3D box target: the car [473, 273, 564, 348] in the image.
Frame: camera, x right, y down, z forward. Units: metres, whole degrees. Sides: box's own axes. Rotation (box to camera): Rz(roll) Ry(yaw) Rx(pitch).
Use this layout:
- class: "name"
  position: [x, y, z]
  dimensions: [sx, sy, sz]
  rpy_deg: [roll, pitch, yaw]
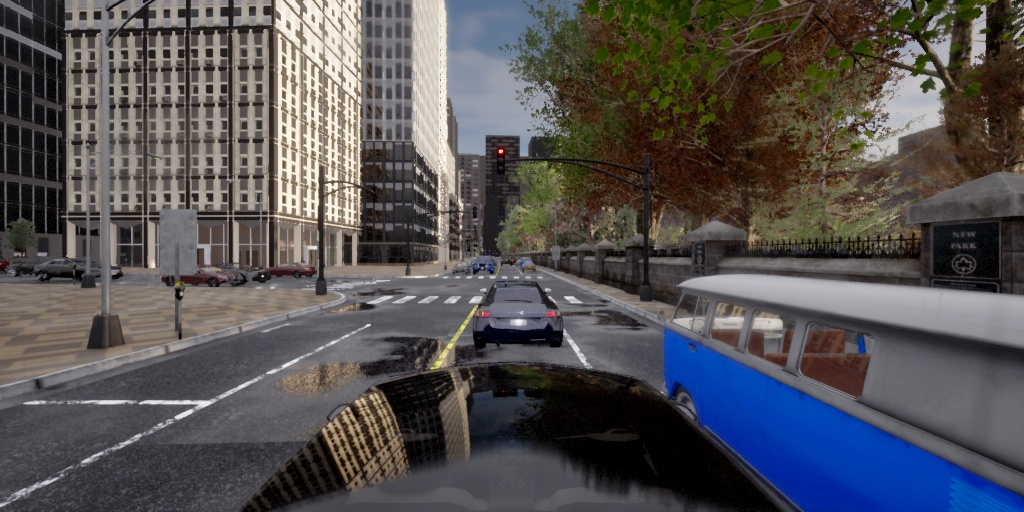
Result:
- class: "car"
  position: [0.101, 1.313, 9.254]
  dimensions: [1.994, 1.385, 4.181]
  rpy_deg: [0, 0, -1]

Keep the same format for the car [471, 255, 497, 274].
- class: "car"
  position: [-3.168, 0.959, 40.739]
  dimensions: [2.150, 2.045, 5.566]
  rpy_deg: [0, 0, 0]

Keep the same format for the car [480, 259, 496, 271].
- class: "car"
  position: [-3.380, 1.224, 50.971]
  dimensions: [2.128, 1.511, 4.902]
  rpy_deg: [0, 0, -1]

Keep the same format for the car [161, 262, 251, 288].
- class: "car"
  position: [-18.151, 1.149, 21.026]
  dimensions: [4.207, 1.307, 1.802]
  rpy_deg: [0, 0, 4]

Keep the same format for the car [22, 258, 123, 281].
- class: "car"
  position: [-29.231, 0.926, 24.257]
  dimensions: [4.902, 1.511, 2.128]
  rpy_deg: [1, 0, 3]

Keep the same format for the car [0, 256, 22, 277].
- class: "car"
  position: [-35.746, 0.858, 27.563]
  dimensions: [4.892, 1.490, 1.837]
  rpy_deg: [1, 0, 3]

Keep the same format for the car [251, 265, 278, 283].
- class: "car"
  position: [-18.277, 1.123, 23.574]
  dimensions: [4.181, 1.385, 1.994]
  rpy_deg: [1, 0, 4]

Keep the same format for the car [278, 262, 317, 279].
- class: "car"
  position: [-18.085, 1.127, 29.139]
  dimensions: [4.207, 1.307, 1.802]
  rpy_deg: [0, 0, 4]

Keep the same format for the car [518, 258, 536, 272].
- class: "car"
  position: [2.131, 1.260, 46.392]
  dimensions: [1.751, 1.417, 4.829]
  rpy_deg: [0, 0, -1]

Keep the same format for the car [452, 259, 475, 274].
- class: "car"
  position: [-5.631, 1.288, 40.341]
  dimensions: [2.007, 1.370, 4.403]
  rpy_deg: [0, 0, -1]

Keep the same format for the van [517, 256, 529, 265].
- class: "van"
  position: [2.008, 1.072, 51.765]
  dimensions: [1.690, 1.789, 3.998]
  rpy_deg: [0, 0, -1]

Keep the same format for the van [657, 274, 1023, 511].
- class: "van"
  position: [2.568, 1.091, 2.673]
  dimensions: [1.690, 1.789, 3.998]
  rpy_deg: [0, 0, 0]
